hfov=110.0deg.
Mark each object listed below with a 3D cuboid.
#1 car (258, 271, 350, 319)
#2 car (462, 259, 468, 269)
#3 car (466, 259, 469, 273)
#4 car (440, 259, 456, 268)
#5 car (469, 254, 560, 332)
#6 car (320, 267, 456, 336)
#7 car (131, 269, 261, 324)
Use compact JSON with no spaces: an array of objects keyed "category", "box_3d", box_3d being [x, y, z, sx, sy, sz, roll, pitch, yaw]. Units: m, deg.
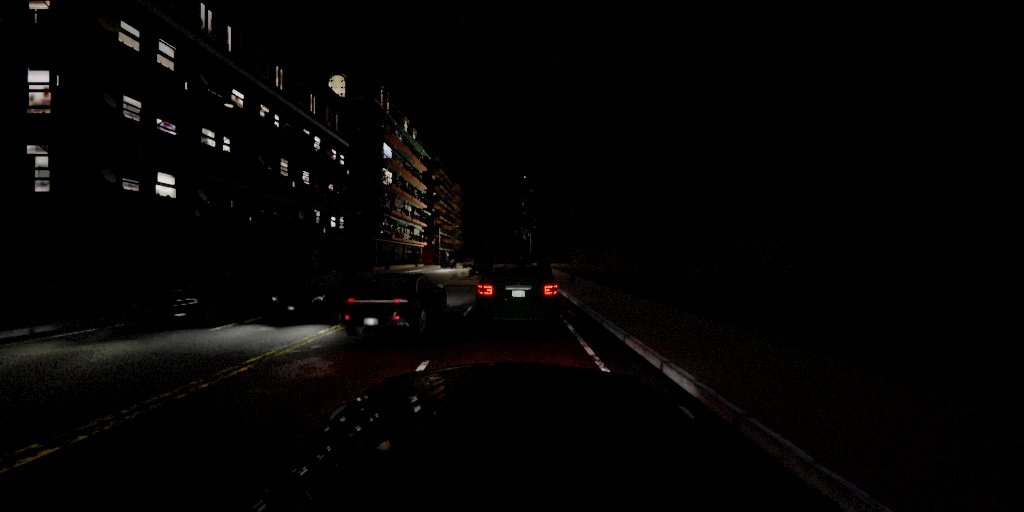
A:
[{"category":"car","box_3d":[-6.574,1.278,12.996,1.812,1.442,4.674,0,0,0]},{"category":"car","box_3d":[-6.530,1.231,55.298,1.882,1.535,5.008,0,0,0]},{"category":"car","box_3d":[-3.112,1.280,35.125,1.812,1.442,4.674,0,0,0]},{"category":"car","box_3d":[-9.780,1.245,55.035,2.128,1.511,4.902,0,0,0]},{"category":"car","box_3d":[0.115,0.973,11.040,2.150,2.045,5.566,0,0,-1]},{"category":"car","box_3d":[-3.141,1.241,10.403,2.128,1.511,4.902,0,0,0]},{"category":"car","box_3d":[-9.837,1.229,12.251,1.882,1.535,5.008,0,0,0]}]
